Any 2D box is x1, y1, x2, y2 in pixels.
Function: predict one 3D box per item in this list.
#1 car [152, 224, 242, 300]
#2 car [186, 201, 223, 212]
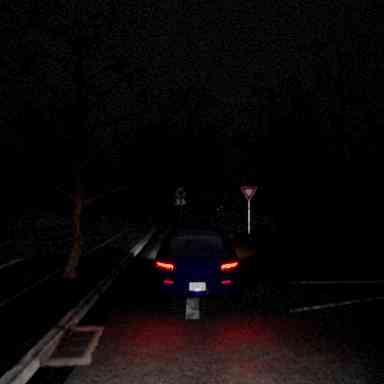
[{"bbox_3d":[0.104,1.508,8.221,1.812,1.442,4.674,0,0,0],"label":"car"},{"bbox_3d":[1.377,1.781,40.173,1.895,1.301,4.718,2,-3,-45],"label":"car"}]
